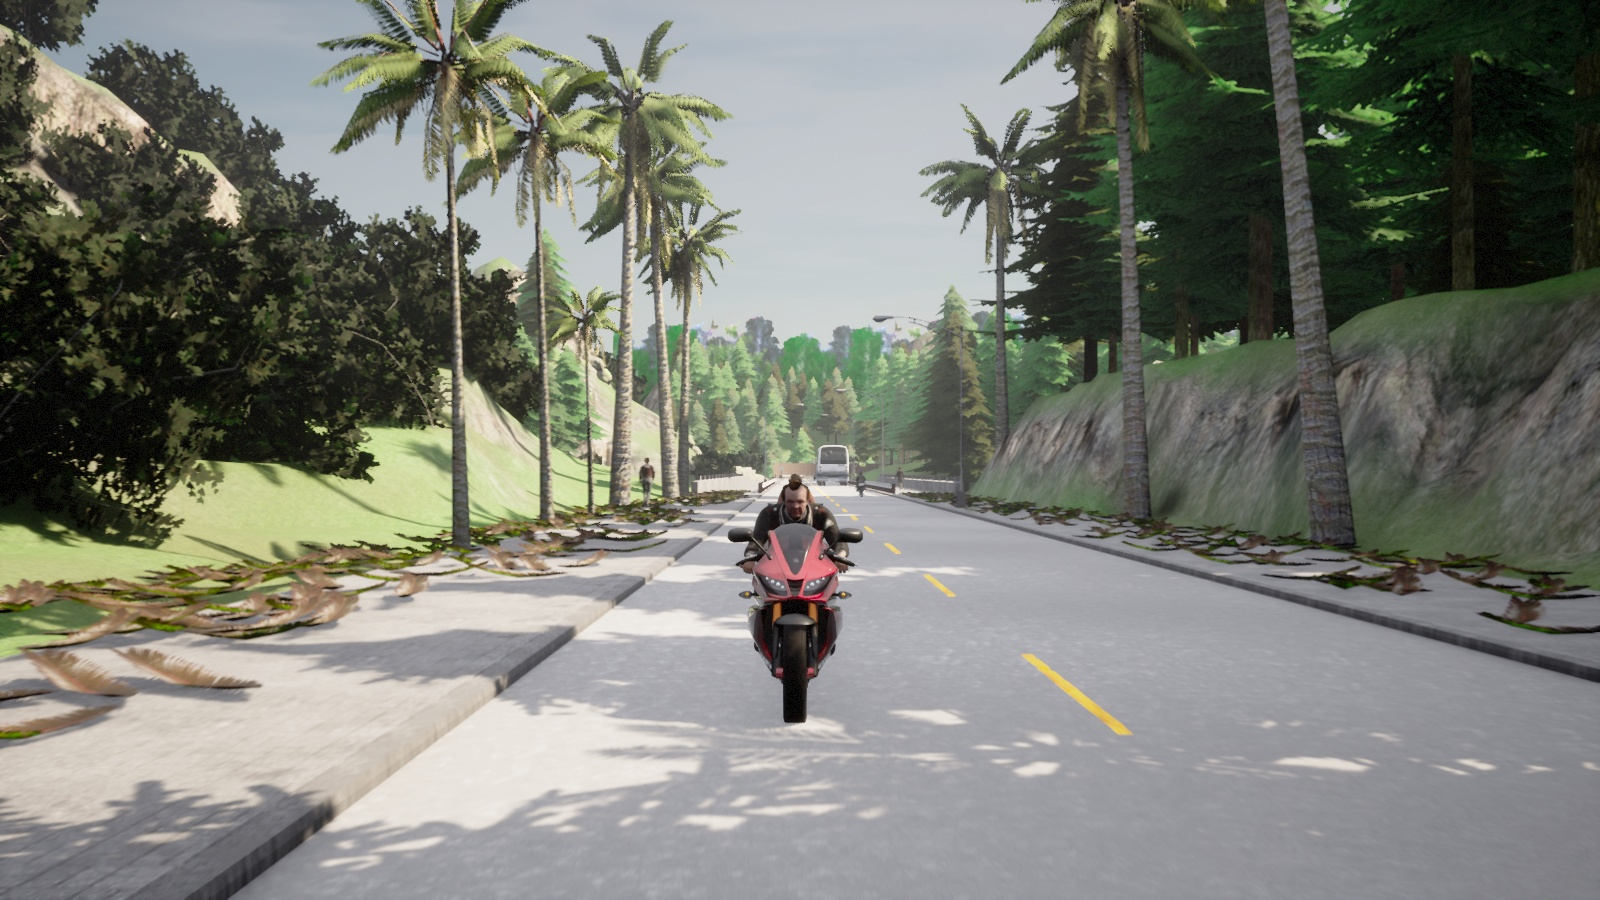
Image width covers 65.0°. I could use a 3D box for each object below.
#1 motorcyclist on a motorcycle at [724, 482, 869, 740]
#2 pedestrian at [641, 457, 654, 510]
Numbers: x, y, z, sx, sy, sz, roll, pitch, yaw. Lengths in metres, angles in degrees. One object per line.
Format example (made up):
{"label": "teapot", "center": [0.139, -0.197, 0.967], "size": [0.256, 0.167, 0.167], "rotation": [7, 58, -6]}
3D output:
{"label": "motorcyclist on a motorcycle", "center": [-0.025, 0.995, 8.670], "size": [0.866, 1.530, 2.191], "rotation": [0, -1, 0]}
{"label": "pedestrian", "center": [-5.587, 1.209, 45.962], "size": [0.402, 1.930, 0.666], "rotation": [0, -1, 1]}
